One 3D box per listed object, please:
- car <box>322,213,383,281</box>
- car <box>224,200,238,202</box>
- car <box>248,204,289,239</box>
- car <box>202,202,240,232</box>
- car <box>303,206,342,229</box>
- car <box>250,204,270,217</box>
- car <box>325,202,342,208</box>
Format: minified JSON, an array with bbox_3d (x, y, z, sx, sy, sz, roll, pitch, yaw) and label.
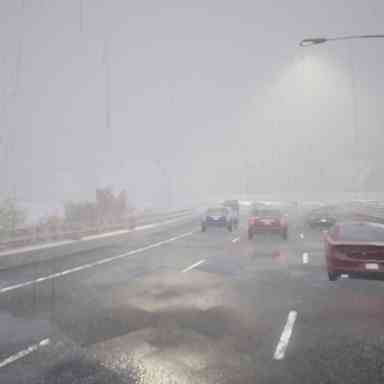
[{"bbox_3d":[5.098,1.626,10.123,1.882,1.535,5.008,-1,-1,21],"label":"car"},{"bbox_3d":[5.135,2.074,44.405,2.150,2.045,5.566,-1,-1,2],"label":"car"},{"bbox_3d":[4.589,1.704,19.686,2.097,1.767,4.553,-1,-1,16],"label":"car"},{"bbox_3d":[2.121,1.824,23.982,2.097,1.767,4.553,-1,-1,14],"label":"car"},{"bbox_3d":[9.502,1.957,24.815,1.994,1.385,4.181,-1,-1,13],"label":"car"},{"bbox_3d":[8.453,2.256,41.583,1.837,1.490,4.892,-1,-1,5],"label":"car"},{"bbox_3d":[23.534,2.361,55.396,1.812,1.442,4.674,-2,-2,40],"label":"car"}]
